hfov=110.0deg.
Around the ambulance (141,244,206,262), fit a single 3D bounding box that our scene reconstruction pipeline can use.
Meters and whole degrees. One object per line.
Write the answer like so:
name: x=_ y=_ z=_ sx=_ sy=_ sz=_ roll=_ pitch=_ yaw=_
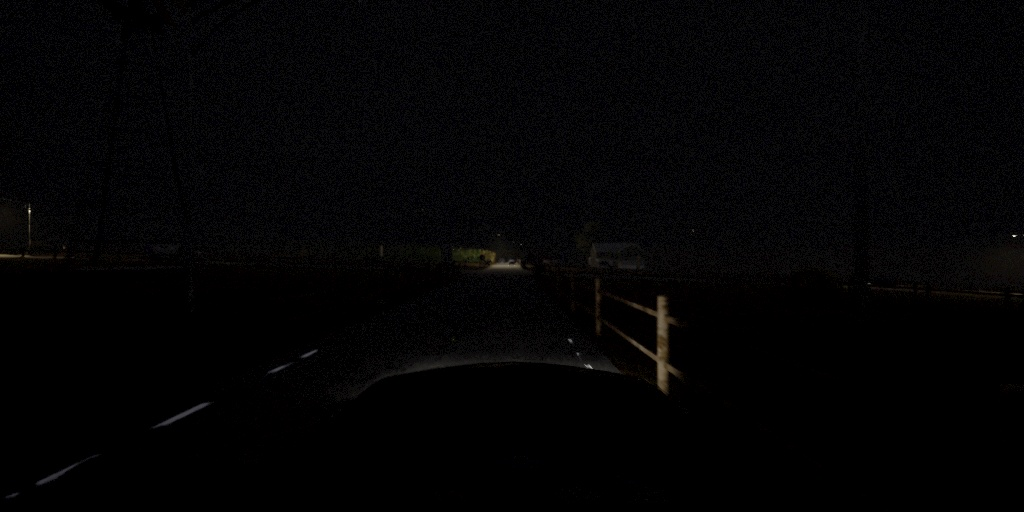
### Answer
ambulance: x=-42.195 y=-0.558 z=44.889 sx=6.366 sy=2.431 sz=2.351 roll=2 pitch=0 yaw=-1
